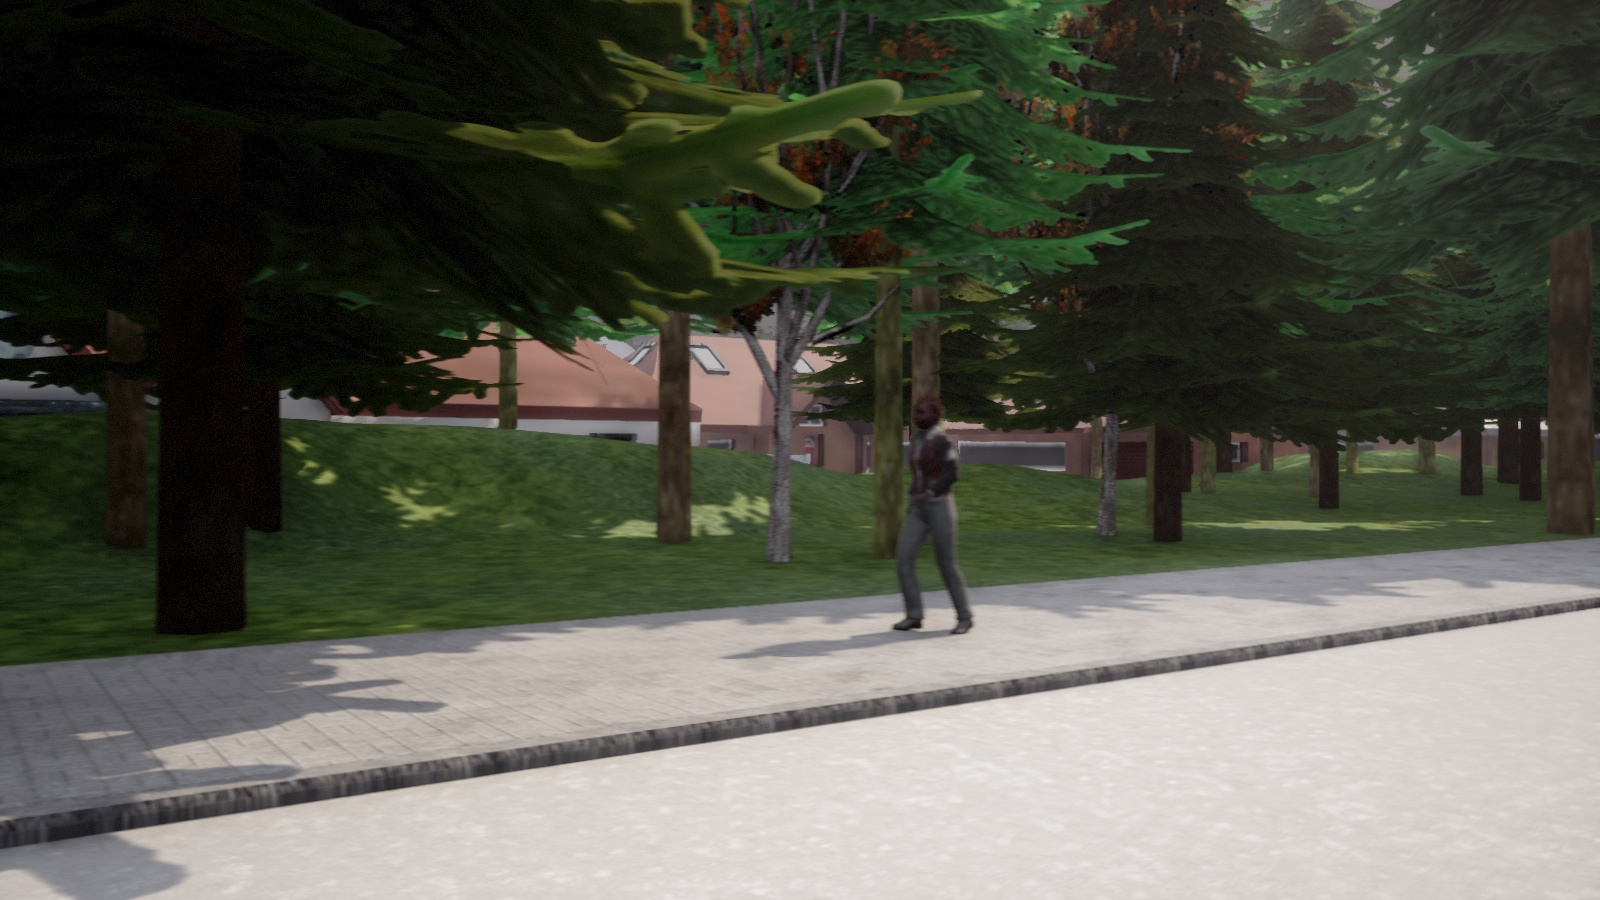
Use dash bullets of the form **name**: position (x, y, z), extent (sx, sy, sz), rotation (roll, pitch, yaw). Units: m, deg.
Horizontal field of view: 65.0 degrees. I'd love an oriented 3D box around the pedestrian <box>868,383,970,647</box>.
- **pedestrian**: position (0.903, 0.476, 9.530), extent (0.666, 1.930, 0.402), rotation (0, 0, -36)
